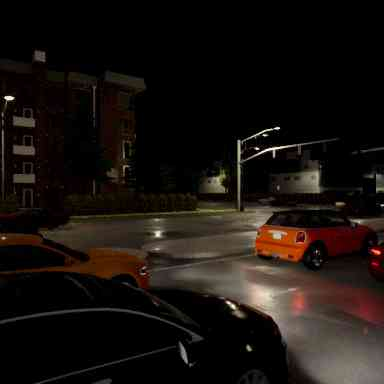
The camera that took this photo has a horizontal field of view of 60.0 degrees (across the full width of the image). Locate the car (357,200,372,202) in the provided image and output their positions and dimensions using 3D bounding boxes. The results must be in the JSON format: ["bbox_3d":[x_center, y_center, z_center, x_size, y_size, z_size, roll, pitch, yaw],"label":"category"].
[{"bbox_3d":[14.821,1.477,29.327,5.008,1.535,1.882,0,0,-38],"label":"car"}]

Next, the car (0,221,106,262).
[{"bbox_3d":[-3.130,1.478,5.814,5.008,1.535,1.882,0,0,-35],"label":"car"}]

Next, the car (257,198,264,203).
[{"bbox_3d":[13.710,1.525,59.423,1.812,1.442,4.674,0,0,-34],"label":"car"}]

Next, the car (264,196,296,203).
[{"bbox_3d":[13.080,1.564,48.196,1.994,1.385,4.181,0,0,-39],"label":"car"}]

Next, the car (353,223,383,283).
[{"bbox_3d":[6.275,1.526,8.340,4.674,1.442,1.812,0,0,-34],"label":"car"}]

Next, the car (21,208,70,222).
[{"bbox_3d":[-9.869,1.601,19.679,4.718,1.301,1.895,0,0,-36],"label":"car"}]

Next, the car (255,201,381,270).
[{"bbox_3d":[4.290,1.352,11.216,4.553,1.767,2.097,0,0,-35],"label":"car"}]

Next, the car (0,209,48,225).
[{"bbox_3d":[-8.429,1.547,12.102,5.357,1.411,2.033,0,0,-35],"label":"car"}]

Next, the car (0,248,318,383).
[{"bbox_3d":[-1.191,1.505,2.899,4.892,1.490,1.837,0,0,-36],"label":"car"}]
